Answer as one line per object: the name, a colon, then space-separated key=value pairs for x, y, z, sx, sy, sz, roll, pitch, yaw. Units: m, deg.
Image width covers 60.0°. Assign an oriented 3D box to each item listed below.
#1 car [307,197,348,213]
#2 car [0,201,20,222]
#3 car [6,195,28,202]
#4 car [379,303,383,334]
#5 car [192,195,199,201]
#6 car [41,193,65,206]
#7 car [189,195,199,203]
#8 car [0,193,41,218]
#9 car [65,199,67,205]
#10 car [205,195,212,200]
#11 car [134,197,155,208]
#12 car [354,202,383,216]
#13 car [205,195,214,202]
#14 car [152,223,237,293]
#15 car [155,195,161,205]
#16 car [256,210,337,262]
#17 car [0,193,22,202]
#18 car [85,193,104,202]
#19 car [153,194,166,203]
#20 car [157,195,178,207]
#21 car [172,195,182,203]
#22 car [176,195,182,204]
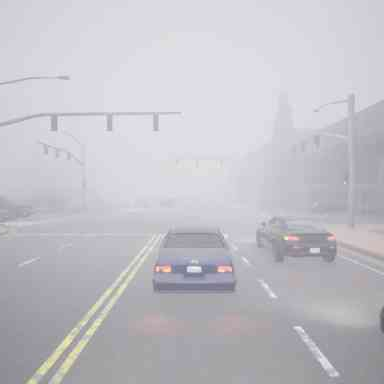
car: x=14.670 y=1.352 z=35.220 sx=4.553 sy=1.767 sz=2.097 roll=0 pitch=0 yaw=0
car: x=-15.107 y=1.564 z=23.769 sx=4.181 sy=1.385 sz=1.994 roll=0 pitch=0 yaw=0
car: x=-38.895 y=1.364 z=73.795 sx=3.905 sy=1.438 sz=1.784 roll=0 pitch=0 yaw=0
car: x=3.595 y=1.526 z=2.849 sx=1.812 sy=1.442 sz=4.674 roll=0 pitch=0 yaw=1
car: x=0.860 y=1.524 z=88.613 sx=1.812 sy=1.442 sz=4.674 roll=0 pitch=0 yaw=2
car: x=-21.471 y=1.153 z=48.391 sx=4.605 sy=1.855 sz=1.932 roll=0 pitch=0 yaw=0
car: x=0.388 y=1.477 z=66.726 sx=1.882 sy=1.535 sz=5.008 roll=0 pitch=0 yaw=1
car: x=-15.964 y=1.221 z=27.374 sx=5.566 sy=2.045 sz=2.150 roll=0 pitch=0 yaw=-2
car: x=-21.415 y=1.156 z=51.285 sx=3.866 sy=1.878 sz=1.905 roll=0 pitch=0 yaw=0
car: x=4.359 y=1.470 z=88.527 sx=1.994 sy=1.385 sz=4.181 roll=0 pitch=0 yaw=2
car: x=-7.226 y=1.492 z=48.793 sx=2.128 sy=1.511 sz=4.902 roll=0 pitch=0 yaw=1
car: x=18.263 y=1.601 z=31.706 sx=4.718 sy=1.301 sz=1.895 roll=0 pitch=0 yaw=0
car: x=4.102 y=1.549 z=78.736 sx=1.994 sy=1.385 sz=4.181 roll=0 pitch=0 yaw=2
car: x=0.060 y=1.547 z=8.963 sx=2.033 sy=1.411 sz=5.357 roll=0 pitch=0 yaw=0
car: x=-7.031 y=1.564 z=57.705 sx=1.994 sy=1.385 sz=4.181 roll=0 pitch=0 yaw=2
car: x=3.566 y=1.526 z=11.954 sx=1.812 sy=1.442 sz=4.674 roll=0 pitch=0 yaw=0
car: x=-38.960 y=1.153 z=70.899 sx=4.605 sy=1.855 sz=1.932 roll=0 pitch=0 yaw=0
car: x=-21.440 y=1.156 z=70.909 sx=3.866 sy=1.878 sz=1.905 roll=0 pitch=0 yaw=0
car: x=-6.657 y=1.352 z=68.973 sx=2.097 sy=1.767 sz=4.553 roll=0 pitch=0 yaw=2
car: x=-3.687 y=1.601 z=50.885 sx=1.895 sy=1.301 sz=4.718 roll=0 pitch=0 yaw=1
car: x=-3.097 y=1.500 z=71.232 sx=1.837 sy=1.490 sz=4.892 roll=0 pitch=0 yaw=2
car: x=-3.431 y=1.564 z=60.943 sx=1.994 sy=1.385 sz=4.181 roll=0 pitch=0 yaw=2
